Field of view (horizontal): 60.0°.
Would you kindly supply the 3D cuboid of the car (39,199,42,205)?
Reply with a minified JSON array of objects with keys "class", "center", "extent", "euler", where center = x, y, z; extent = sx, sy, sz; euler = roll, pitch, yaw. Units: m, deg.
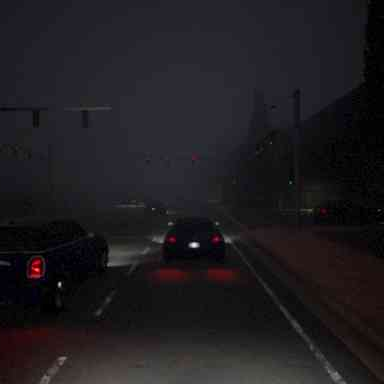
[{"class":"car","center":[-24.909,1.141,50.271],"extent":[3.866,1.878,1.905],"euler":[0,0,0]}]

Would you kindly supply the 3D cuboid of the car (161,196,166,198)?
[{"class":"car","center":[-6.537,1.502,72.126],"extent":[1.812,1.442,4.674],"euler":[0,0,2]}]

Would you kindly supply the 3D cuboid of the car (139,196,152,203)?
[{"class":"car","center":[-10.039,1.531,72.105],"extent":[1.994,1.385,4.181],"euler":[0,0,2]}]

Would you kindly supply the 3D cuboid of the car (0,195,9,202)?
[{"class":"car","center":[-42.385,1.341,72.783],"extent":[3.905,1.438,1.784],"euler":[0,0,0]}]

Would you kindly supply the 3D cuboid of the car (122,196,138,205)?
[{"class":"car","center":[-10.499,1.488,56.587],"extent":[1.837,1.490,4.892],"euler":[0,0,2]}]

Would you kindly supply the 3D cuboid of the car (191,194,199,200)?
[{"class":"car","center":[0.871,1.370,87.509],"extent":[1.882,1.535,5.008],"euler":[0,0,2]}]

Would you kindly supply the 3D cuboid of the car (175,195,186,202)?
[{"class":"car","center":[-2.894,1.475,77.499],"extent":[1.837,1.490,4.892],"euler":[0,0,2]}]

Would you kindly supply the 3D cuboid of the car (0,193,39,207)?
[{"class":"car","center":[-24.965,1.139,47.376],"extent":[4.605,1.855,1.932],"euler":[0,0,0]}]

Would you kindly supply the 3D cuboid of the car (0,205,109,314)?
[{"class":"car","center":[-3.442,1.350,7.766],"extent":[2.097,1.767,4.553],"euler":[0,0,0]}]

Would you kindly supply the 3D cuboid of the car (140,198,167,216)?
[{"class":"car","center":[-3.578,1.554,32.661],"extent":[1.994,1.385,4.181],"euler":[0,0,0]}]

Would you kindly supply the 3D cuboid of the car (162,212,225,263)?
[{"class":"car","center":[0.067,1.559,11.906],"extent":[1.994,1.385,4.181],"euler":[0,0,0]}]

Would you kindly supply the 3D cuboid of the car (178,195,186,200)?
[{"class":"car","center":[-2.628,1.416,87.600],"extent":[1.812,1.442,4.674],"euler":[0,0,2]}]

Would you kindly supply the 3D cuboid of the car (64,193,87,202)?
[{"class":"car","center":[-24.931,1.135,69.894],"extent":[3.866,1.878,1.905],"euler":[0,0,0]}]

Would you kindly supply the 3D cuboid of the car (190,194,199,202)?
[{"class":"car","center":[0.590,1.513,76.864],"extent":[2.033,1.411,5.357],"euler":[0,0,2]}]

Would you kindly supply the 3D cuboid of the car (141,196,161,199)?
[{"class":"car","center":[-6.998,1.547,56.599],"extent":[1.994,1.385,4.181],"euler":[0,0,2]}]

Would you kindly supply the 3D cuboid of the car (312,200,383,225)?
[{"class":"car","center":[11.072,1.346,23.609],"extent":[4.553,1.767,2.097],"euler":[0,0,0]}]
